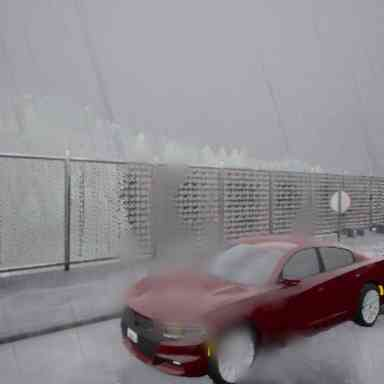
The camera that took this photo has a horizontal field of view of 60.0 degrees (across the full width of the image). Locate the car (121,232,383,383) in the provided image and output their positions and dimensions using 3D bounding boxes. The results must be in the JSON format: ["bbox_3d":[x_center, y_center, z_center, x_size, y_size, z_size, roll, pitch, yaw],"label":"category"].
[{"bbox_3d":[1.307,1.492,5.525,5.008,1.535,1.882,0,0,-35],"label":"car"}]
